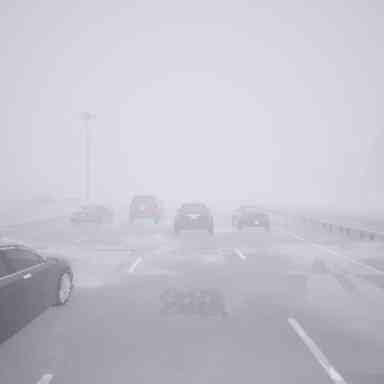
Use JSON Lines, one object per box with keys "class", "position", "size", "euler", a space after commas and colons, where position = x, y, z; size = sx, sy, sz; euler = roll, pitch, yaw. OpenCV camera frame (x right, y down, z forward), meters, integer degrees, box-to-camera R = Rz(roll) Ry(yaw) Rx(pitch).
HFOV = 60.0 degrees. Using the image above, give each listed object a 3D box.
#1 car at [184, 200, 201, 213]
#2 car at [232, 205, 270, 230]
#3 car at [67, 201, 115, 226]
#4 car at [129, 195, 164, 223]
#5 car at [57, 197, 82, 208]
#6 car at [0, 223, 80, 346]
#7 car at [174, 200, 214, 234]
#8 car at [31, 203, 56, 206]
{"class": "car", "position": [0.087, 1.602, 38.505], "size": [1.895, 1.301, 4.718], "euler": [0, 0, 0]}
{"class": "car", "position": [3.598, 1.527, 20.815], "size": [1.812, 1.442, 4.674], "euler": [0, 0, 0]}
{"class": "car", "position": [-6.901, 1.548, 23.541], "size": [2.033, 1.411, 5.357], "euler": [0, 0, 0]}
{"class": "car", "position": [-3.401, 1.222, 25.619], "size": [2.150, 2.045, 5.566], "euler": [0, 0, 0]}
{"class": "car", "position": [-17.579, 1.506, 48.071], "size": [1.837, 1.490, 4.892], "euler": [0, 0, 0]}
{"class": "car", "position": [-3.399, 1.505, 5.074], "size": [1.837, 1.490, 4.892], "euler": [0, 0, 0]}
{"class": "car", "position": [0.099, 1.353, 19.457], "size": [2.097, 1.767, 4.553], "euler": [0, 0, 0]}
{"class": "car", "position": [-21.079, 1.222, 46.590], "size": [2.150, 2.045, 5.566], "euler": [0, 0, 0]}
